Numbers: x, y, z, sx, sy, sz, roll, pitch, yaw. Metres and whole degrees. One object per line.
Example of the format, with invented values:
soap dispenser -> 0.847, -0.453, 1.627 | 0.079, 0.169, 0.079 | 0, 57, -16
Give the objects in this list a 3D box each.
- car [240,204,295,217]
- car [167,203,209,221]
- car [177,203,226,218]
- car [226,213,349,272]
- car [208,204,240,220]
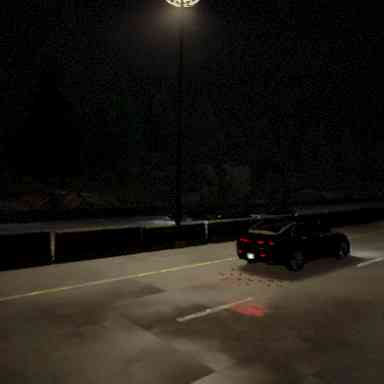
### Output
car -> 6.670, 1.800, 27.941 | 4.902, 1.511, 2.128 | 0, -1, -40
car -> -0.073, 1.886, 31.425 | 4.892, 1.490, 1.837 | 0, -1, -40
car -> 1.122, 1.972, 36.990 | 5.357, 1.411, 2.033 | 0, -1, -40
car -> 3.595, 1.653, 11.414 | 4.892, 1.490, 1.837 | 0, -1, -40
car -> 3.926, 1.911, 30.206 | 4.181, 1.385, 1.994 | 0, -1, -40
